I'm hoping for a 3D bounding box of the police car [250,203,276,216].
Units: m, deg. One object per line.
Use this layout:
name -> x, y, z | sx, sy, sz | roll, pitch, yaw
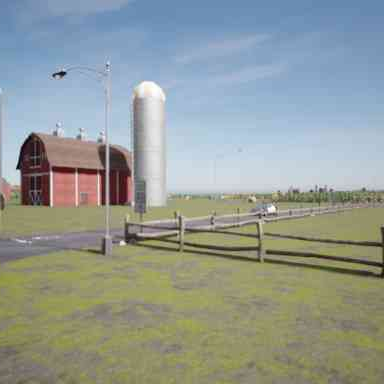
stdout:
police car -> 8.913, 2.170, 41.281 | 2.038, 1.542, 4.974 | -1, -1, 35
